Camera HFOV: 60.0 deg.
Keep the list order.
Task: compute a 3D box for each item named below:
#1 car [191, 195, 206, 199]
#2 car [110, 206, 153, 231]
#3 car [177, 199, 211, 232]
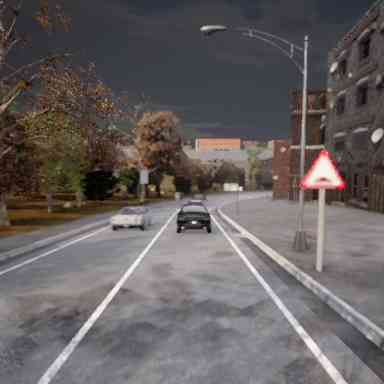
[{"bbox_3d":[0.506,1.455,38.173,1.812,1.442,4.674,0,0,4],"label":"car"},{"bbox_3d":[-3.584,1.564,20.350,1.895,1.301,4.718,0,0,0],"label":"car"},{"bbox_3d":[0.105,1.441,19.853,1.882,1.535,5.008,0,0,0],"label":"car"}]
